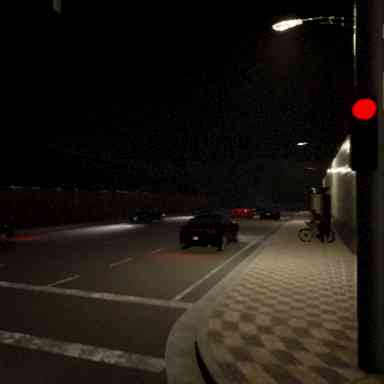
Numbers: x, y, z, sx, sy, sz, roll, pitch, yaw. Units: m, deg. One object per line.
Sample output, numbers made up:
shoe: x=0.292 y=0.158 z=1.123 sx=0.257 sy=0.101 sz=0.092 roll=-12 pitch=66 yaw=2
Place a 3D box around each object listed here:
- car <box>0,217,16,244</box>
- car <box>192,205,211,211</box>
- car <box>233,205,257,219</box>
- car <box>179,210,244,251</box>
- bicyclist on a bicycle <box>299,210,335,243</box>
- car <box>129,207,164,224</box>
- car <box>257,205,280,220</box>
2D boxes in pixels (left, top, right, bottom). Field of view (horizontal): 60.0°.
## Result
car: x=-10.645 y=1.804 z=15.426 sx=1.837 sy=1.490 sz=4.892 roll=0 pitch=-1 yaw=20
car: x=1.489 y=2.692 z=49.108 sx=2.128 sy=1.511 sz=4.902 roll=0 pitch=-2 yaw=20
car: x=6.431 y=2.386 z=41.995 sx=2.097 sy=1.767 sz=4.553 roll=0 pitch=-2 yaw=20
car: x=0.984 y=1.851 z=16.260 sx=1.882 sy=1.535 sz=5.008 roll=0 pitch=-2 yaw=20
bicyclist on a bicycle: x=6.160 y=1.701 z=16.450 sx=1.656 sy=1.620 sz=0.582 roll=-1 pitch=-2 yaw=20
car: x=-4.394 y=2.253 z=32.913 sx=2.128 sy=1.511 sz=4.902 roll=0 pitch=-1 yaw=20
car: x=9.257 y=2.544 z=39.341 sx=1.994 sy=1.385 sz=4.181 roll=0 pitch=-2 yaw=20
